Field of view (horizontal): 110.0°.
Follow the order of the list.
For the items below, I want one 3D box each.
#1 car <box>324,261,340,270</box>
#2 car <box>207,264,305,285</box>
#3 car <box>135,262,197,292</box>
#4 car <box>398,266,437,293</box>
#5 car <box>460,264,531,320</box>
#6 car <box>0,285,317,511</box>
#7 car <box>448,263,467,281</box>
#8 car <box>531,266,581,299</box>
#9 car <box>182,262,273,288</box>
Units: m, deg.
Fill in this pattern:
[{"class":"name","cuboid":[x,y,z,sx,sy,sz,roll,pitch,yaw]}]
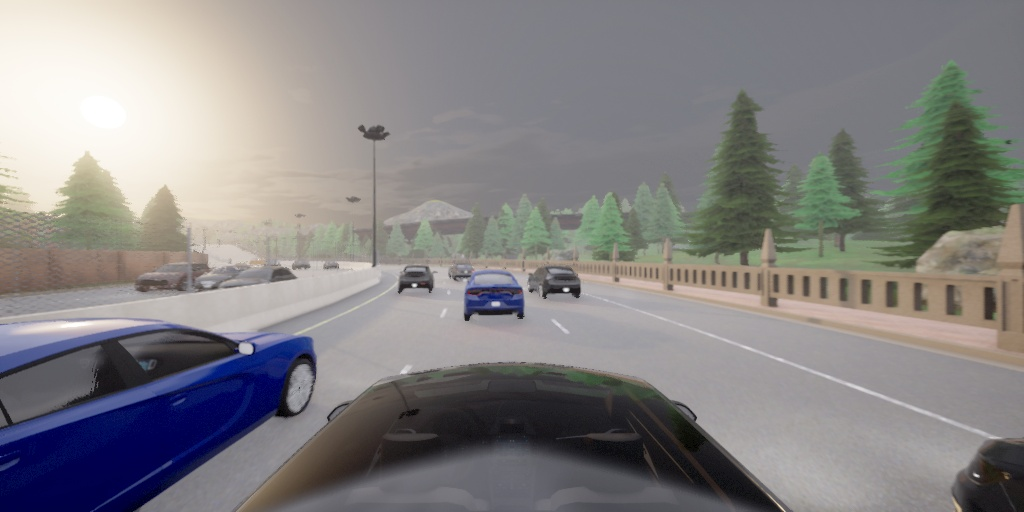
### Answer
[{"class":"car","cuboid":[-28.271,1.455,56.191,2.033,1.411,5.357,0,0,-35]},{"class":"car","cuboid":[-12.193,1.317,17.563,1.837,1.490,4.892,0,0,-11]},{"class":"car","cuboid":[-20.266,1.201,21.876,2.097,1.767,4.553,0,0,-14]},{"class":"car","cuboid":[-5.594,1.292,21.229,1.837,1.490,4.892,0,0,-11]},{"class":"car","cuboid":[-0.740,1.239,12.831,1.882,1.535,5.008,0,0,-6]},{"class":"car","cuboid":[-3.561,1.243,2.892,1.882,1.535,5.008,0,0,-1]},{"class":"car","cuboid":[-4.374,1.337,30.997,2.033,1.411,5.357,0,0,-16]},{"class":"car","cuboid":[2.029,1.258,18.319,1.837,1.490,4.892,0,0,-9]},{"class":"car","cuboid":[-16.504,1.325,21.188,2.128,1.511,4.902,0,0,-14]}]
